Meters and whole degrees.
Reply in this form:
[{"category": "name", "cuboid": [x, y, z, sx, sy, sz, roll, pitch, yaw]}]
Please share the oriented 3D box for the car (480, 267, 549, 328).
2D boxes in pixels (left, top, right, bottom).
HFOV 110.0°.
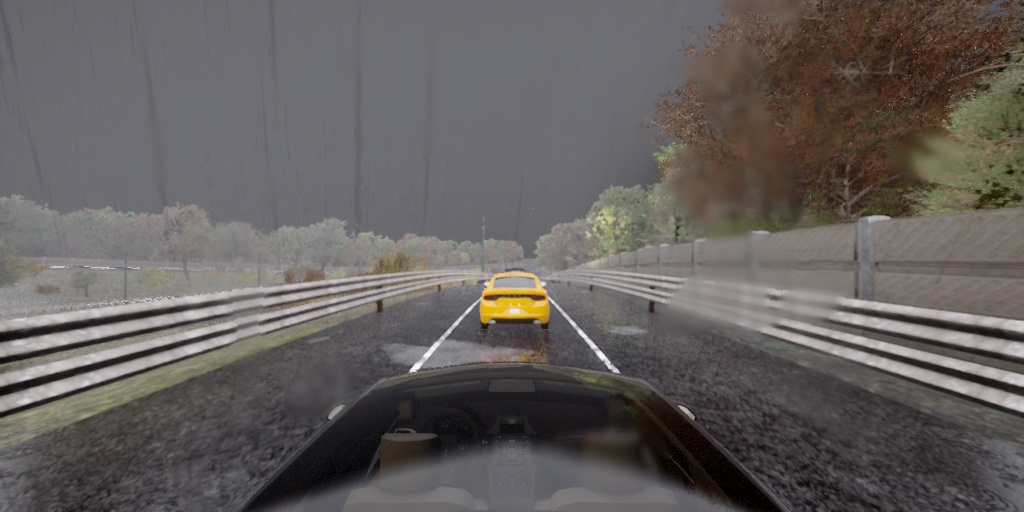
[{"category": "car", "cuboid": [0.095, 1.268, 11.569, 1.882, 1.535, 5.008, 0, -1, 1]}]
